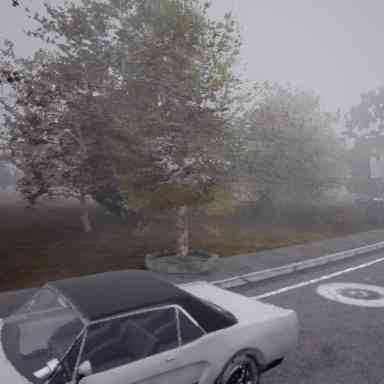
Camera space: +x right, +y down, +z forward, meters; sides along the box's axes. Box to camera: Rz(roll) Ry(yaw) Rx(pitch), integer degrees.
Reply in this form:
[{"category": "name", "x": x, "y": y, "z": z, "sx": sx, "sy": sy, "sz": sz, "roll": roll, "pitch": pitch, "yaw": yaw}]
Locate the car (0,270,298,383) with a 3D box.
[{"category": "car", "x": -1.134, "y": 1.613, "z": 3.281, "sx": 4.718, "sy": 1.301, "sz": 1.895, "roll": 0, "pitch": 0, "yaw": -37}]
